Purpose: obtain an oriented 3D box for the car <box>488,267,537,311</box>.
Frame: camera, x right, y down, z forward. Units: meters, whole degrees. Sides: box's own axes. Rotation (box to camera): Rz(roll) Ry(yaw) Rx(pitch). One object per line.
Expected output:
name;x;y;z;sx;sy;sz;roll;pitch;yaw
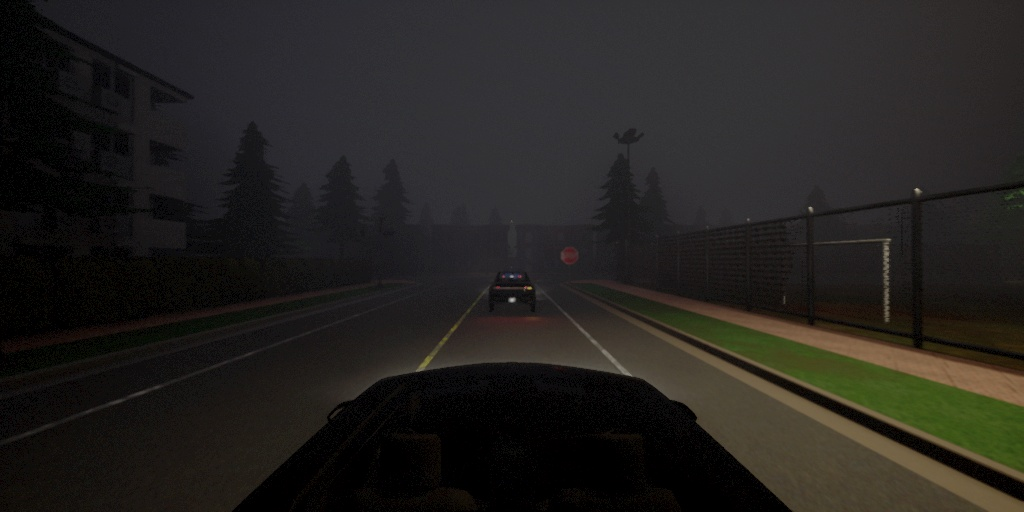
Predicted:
car;0.024;1.396;15.336;2.128;1.511;4.902;0;0;1
